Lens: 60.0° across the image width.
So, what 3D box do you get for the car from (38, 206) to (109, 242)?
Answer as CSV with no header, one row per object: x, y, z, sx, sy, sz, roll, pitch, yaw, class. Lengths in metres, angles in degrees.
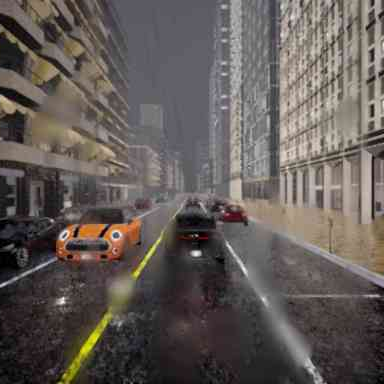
-5.684,1.486,16.602,2.008,1.369,4.403,0,0,0,car

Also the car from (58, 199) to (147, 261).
-3.097,1.304,12.005,2.097,1.767,4.553,0,0,0,car

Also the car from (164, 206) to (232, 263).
0.082,1.459,11.732,1.837,1.490,4.892,0,0,-1,car

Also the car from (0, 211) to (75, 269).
-5.686,1.522,10.954,1.947,1.339,4.313,0,0,0,car

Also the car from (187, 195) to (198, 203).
0.121,1.337,64.918,1.994,1.385,4.181,0,0,0,car

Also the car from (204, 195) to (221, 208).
2.704,1.278,44.841,1.967,1.590,4.097,0,0,0,car

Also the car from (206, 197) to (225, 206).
2.701,1.441,33.545,1.947,1.339,4.313,0,0,0,car

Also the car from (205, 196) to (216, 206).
2.702,1.438,39.194,1.802,1.307,4.206,0,0,0,car

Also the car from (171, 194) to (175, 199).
-5.663,1.278,90.033,1.802,1.307,4.206,0,0,0,car

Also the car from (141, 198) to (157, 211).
-5.678,1.401,39.197,1.887,1.381,4.507,0,0,0,car

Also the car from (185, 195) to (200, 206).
0.113,1.389,43.455,2.033,1.411,5.357,0,0,0,car

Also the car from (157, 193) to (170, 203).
-5.672,1.349,61.791,1.947,1.339,4.313,0,0,0,car

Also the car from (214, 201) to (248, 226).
2.697,1.496,22.248,1.802,1.307,4.206,0,0,0,car
